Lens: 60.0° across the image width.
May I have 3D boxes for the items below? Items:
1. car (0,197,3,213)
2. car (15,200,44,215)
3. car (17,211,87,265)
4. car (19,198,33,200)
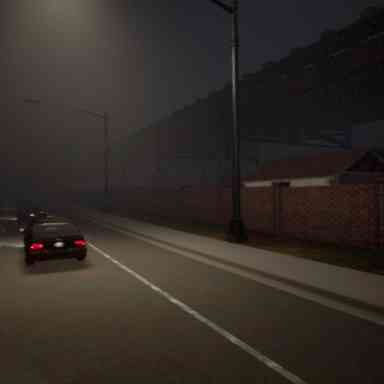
[{"bbox_3d":[-22.122,1.199,36.435,2.150,2.045,5.566,0,1,-28],"label":"car"},{"bbox_3d":[-12.712,1.659,26.330,1.994,1.385,4.181,0,1,-28],"label":"car"},{"bbox_3d":[-5.199,1.654,12.296,2.033,1.411,5.357,0,0,-28],"label":"car"},{"bbox_3d":[-19.215,1.427,38.433,1.882,1.535,5.008,0,1,-28],"label":"car"}]
